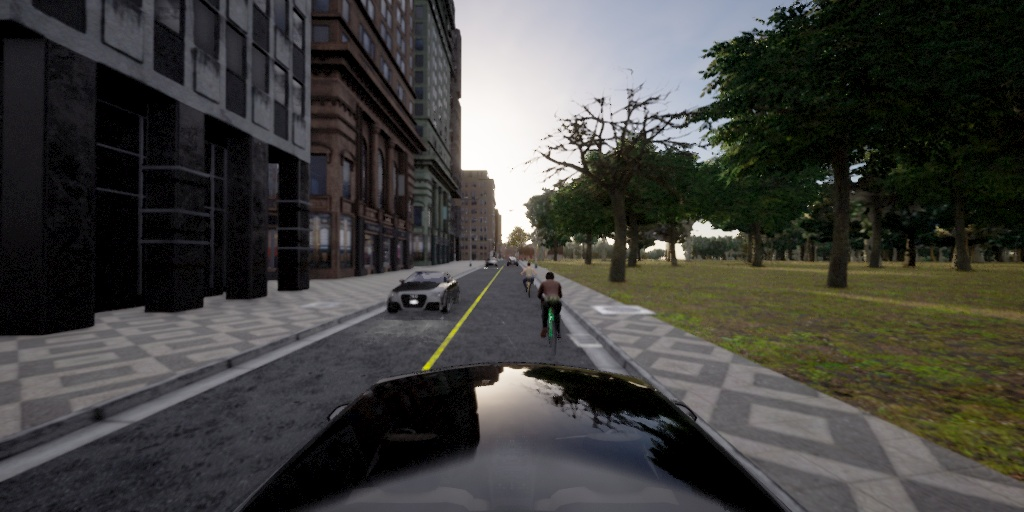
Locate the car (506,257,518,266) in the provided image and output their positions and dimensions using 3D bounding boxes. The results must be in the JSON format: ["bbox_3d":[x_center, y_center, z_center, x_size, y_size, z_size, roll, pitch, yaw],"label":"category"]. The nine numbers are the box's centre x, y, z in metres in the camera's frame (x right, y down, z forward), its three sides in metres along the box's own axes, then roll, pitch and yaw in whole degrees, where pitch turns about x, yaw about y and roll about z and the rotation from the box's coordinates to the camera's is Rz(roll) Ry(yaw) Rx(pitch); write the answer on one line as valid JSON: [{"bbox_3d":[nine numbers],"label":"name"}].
[{"bbox_3d":[0.109,0.998,63.329,1.812,1.442,4.674,0,0,0],"label":"car"}]

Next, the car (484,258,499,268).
[{"bbox_3d":[-3.072,1.006,54.488,1.837,1.490,4.892,0,0,0],"label":"car"}]

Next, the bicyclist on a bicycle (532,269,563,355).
[{"bbox_3d":[0.825,1.170,7.628,0.582,1.620,1.656,0,0,0],"label":"bicyclist on a bicycle"}]

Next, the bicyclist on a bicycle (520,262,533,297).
[{"bbox_3d":[0.797,1.102,17.034,0.866,1.612,1.509,0,0,1],"label":"bicyclist on a bicycle"}]

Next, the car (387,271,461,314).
[{"bbox_3d":[-3.098,1.249,13.297,1.994,1.385,4.181,0,0,0],"label":"car"}]
